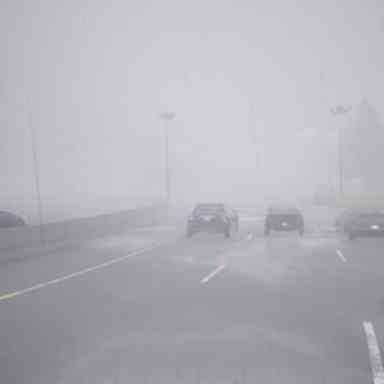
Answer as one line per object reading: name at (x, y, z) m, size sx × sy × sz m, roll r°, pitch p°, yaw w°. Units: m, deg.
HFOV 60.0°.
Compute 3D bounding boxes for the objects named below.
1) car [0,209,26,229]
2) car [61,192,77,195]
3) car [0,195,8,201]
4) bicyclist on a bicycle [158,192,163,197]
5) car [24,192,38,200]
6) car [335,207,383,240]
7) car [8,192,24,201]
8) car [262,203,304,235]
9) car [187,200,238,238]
car at (-10.218, 1.543, 15.998) m, size 1.812 × 1.442 × 4.674 m, roll 0°, pitch 0°, yaw 17°
car at (-33.543, 0.851, 88.627) m, size 4.674 × 1.442 × 1.812 m, roll 0°, pitch 1°, yaw 39°
car at (-43.658, 1.337, 74.300) m, size 4.892 × 1.490 × 1.837 m, roll 0°, pitch 1°, yaw 39°
bicyclist on a bicycle at (-8.251, 0.516, 88.109) m, size 0.582 × 1.620 × 1.656 m, roll 1°, pitch -20°, yaw 40°
car at (-39.209, 0.931, 79.696) m, size 5.566 × 2.045 × 2.150 m, roll 0°, pitch 1°, yaw 39°
car at (8.159, 1.425, 15.919) m, size 1.994 × 1.385 × 4.181 m, roll -1°, pitch 0°, yaw 14°
car at (-41.443, 1.296, 77.010) m, size 4.674 × 1.442 × 1.812 m, roll 0°, pitch 1°, yaw 39°
car at (4.904, 1.361, 18.169) m, size 1.882 × 1.535 × 5.008 m, roll 0°, pitch 0°, yaw 12°
car at (1.201, 1.283, 17.616) m, size 2.097 × 1.767 × 4.553 m, roll -1°, pitch 0°, yaw 14°
